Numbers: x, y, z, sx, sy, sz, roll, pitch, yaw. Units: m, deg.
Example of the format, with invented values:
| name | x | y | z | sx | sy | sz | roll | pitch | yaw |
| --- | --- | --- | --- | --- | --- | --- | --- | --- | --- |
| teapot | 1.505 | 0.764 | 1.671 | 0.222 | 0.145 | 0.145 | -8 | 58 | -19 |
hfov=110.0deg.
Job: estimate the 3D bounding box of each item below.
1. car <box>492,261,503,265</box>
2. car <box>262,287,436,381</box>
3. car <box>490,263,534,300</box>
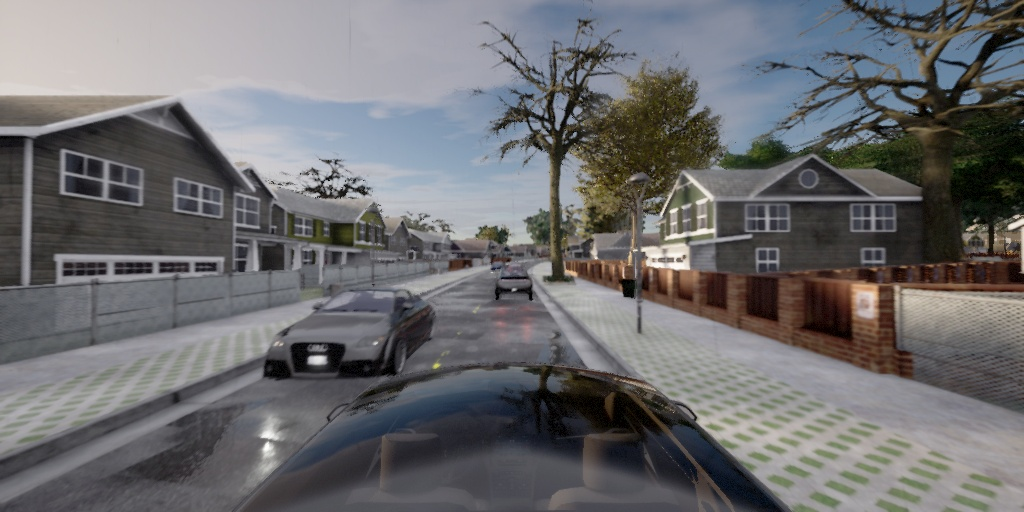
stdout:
| name | x | y | z | sx | sy | sz | roll | pitch | yaw |
| --- | --- | --- | --- | --- | --- | --- | --- | --- | --- |
| car | -1.878 | 1.459 | 50.732 | 2.033 | 1.411 | 5.357 | 0 | 0 | 4 |
| car | -2.850 | 1.345 | 7.246 | 1.994 | 1.385 | 4.181 | 0 | 0 | 0 |
| car | 0.100 | 1.327 | 18.552 | 2.128 | 1.511 | 4.902 | 0 | 0 | 0 |
